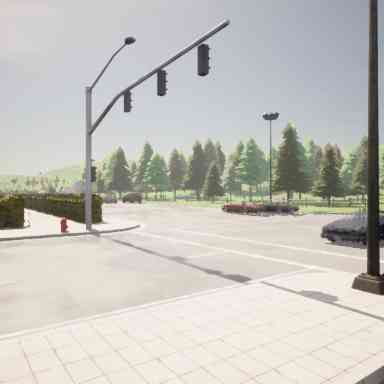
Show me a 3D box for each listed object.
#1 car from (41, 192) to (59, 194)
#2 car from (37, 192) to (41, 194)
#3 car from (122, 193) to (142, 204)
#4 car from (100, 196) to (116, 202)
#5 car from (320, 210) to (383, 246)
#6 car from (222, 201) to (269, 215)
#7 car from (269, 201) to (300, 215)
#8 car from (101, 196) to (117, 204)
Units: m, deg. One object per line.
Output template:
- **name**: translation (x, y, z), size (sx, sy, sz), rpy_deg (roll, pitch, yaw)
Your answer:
- **car**: translation (-24.127, 1.221, 57.611), size (2.150, 2.045, 5.566), rpy_deg (0, 0, -35)
- **car**: translation (-29.798, 1.058, 65.852), size (2.150, 2.045, 5.566), rpy_deg (0, 0, -35)
- **car**: translation (-11.678, 1.214, 64.410), size (2.150, 2.045, 5.566), rpy_deg (0, -1, -35)
- **car**: translation (-18.855, 1.553, 74.656), size (1.994, 1.385, 4.181), rpy_deg (0, 0, -35)
- **car**: translation (8.196, 1.547, 15.352), size (5.357, 1.411, 2.033), rpy_deg (0, 0, -35)
- **car**: translation (5.097, 1.601, 33.489), size (1.895, 1.301, 4.718), rpy_deg (0, 0, -34)
- **car**: translation (8.583, 1.601, 34.188), size (1.895, 1.301, 4.718), rpy_deg (0, 0, -35)
- **car**: translation (-16.156, 1.564, 64.741), size (1.994, 1.385, 4.181), rpy_deg (0, 0, -35)
